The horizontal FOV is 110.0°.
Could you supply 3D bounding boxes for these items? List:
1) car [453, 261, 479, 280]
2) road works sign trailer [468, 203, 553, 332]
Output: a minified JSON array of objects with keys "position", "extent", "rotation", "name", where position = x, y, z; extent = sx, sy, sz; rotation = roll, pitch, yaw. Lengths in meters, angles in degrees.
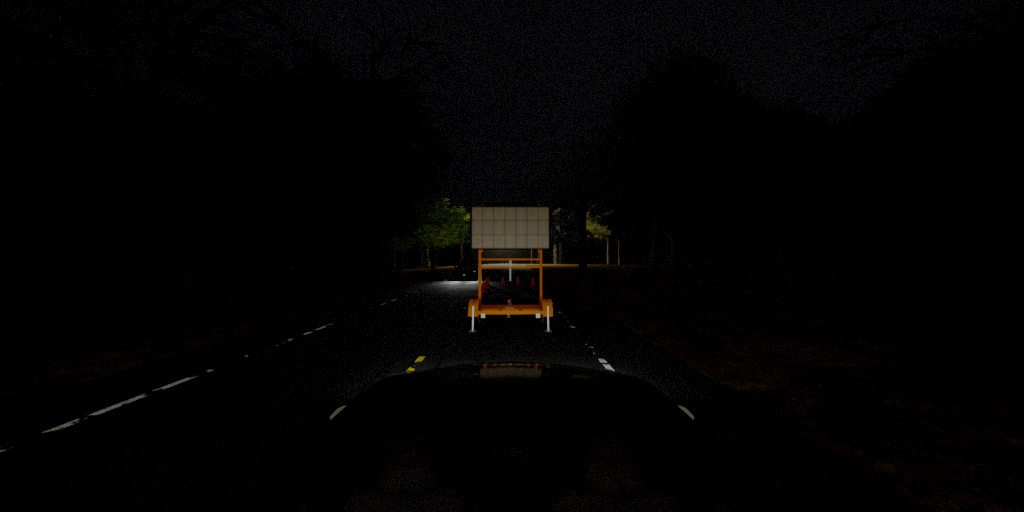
[{"position":[-3.750,1.226,30.380],"extent":[1.837,1.490,4.892],"rotation":[0,0,0],"name":"car"},{"position":[-0.047,0.213,10.855],"extent":[2.380,3.560,2.880],"rotation":[0,0,0],"name":"road works sign trailer"}]
